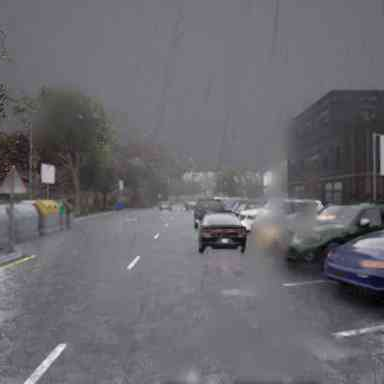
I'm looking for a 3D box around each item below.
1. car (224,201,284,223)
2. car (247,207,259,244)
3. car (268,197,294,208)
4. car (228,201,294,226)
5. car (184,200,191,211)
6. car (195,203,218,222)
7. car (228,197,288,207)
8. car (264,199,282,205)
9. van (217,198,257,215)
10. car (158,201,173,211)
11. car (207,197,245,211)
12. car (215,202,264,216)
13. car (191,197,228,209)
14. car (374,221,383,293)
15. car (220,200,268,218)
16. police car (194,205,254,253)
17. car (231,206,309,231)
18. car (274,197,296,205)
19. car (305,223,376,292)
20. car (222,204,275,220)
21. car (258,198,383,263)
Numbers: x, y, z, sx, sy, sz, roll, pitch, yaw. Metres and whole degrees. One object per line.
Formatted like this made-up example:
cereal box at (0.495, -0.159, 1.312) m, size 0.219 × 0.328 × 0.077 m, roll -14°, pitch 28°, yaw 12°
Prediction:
car at (5.360, 1.693, 28.861) m, size 4.553 × 1.767 × 2.185 m, roll 1°, pitch -1°, yaw -20°
car at (5.327, 1.701, 16.843) m, size 4.792 × 1.488 × 2.163 m, roll 1°, pitch 0°, yaw -20°
car at (18.397, 2.108, 68.905) m, size 2.435 × 2.045 × 5.566 m, roll 0°, pitch 0°, yaw -21°
car at (5.352, 1.654, 25.859) m, size 4.553 × 1.767 × 2.185 m, roll 1°, pitch -1°, yaw -20°
car at (0.030, 2.151, 51.038) m, size 1.812 × 1.442 × 4.674 m, roll 0°, pitch -1°, yaw 0°
car at (1.228, 1.833, 30.561) m, size 1.882 × 1.535 × 5.008 m, roll 0°, pitch -1°, yaw 0°
car at (5.343, 1.455, 19.847) m, size 5.566 × 2.045 × 2.435 m, roll 1°, pitch 0°, yaw -20°
car at (21.000, 2.622, 85.959) m, size 2.163 × 1.488 × 4.792 m, roll 0°, pitch -2°, yaw -21°
van at (5.523, 1.753, 40.926) m, size 4.442 × 1.987 × 1.878 m, roll 1°, pitch -1°, yaw -20°
car at (-4.032, 2.119, 51.120) m, size 2.128 × 1.511 × 4.902 m, roll 0°, pitch -1°, yaw 1°
car at (5.427, 1.885, 52.917) m, size 5.566 × 2.045 × 2.435 m, roll 1°, pitch -1°, yaw -20°
car at (5.402, 1.936, 37.878) m, size 5.008 × 1.535 × 2.097 m, roll 1°, pitch -1°, yaw -20°
car at (1.216, 1.504, 24.594) m, size 2.150 × 2.045 × 5.566 m, roll 0°, pitch -1°, yaw 0°
car at (5.353, 1.413, 4.855) m, size 4.553 × 1.767 × 2.185 m, roll 1°, pitch 0°, yaw -20°
car at (5.439, 1.772, 34.877) m, size 4.553 × 1.767 × 2.185 m, roll 1°, pitch -1°, yaw -20°
police car at (1.192, 1.586, 14.672) m, size 1.930 × 1.638 × 5.238 m, roll 0°, pitch -1°, yaw 0°
car at (5.349, 1.773, 22.844) m, size 4.792 × 1.488 × 2.163 m, roll 1°, pitch 0°, yaw -20°
car at (24.023, 2.344, 86.045) m, size 2.435 × 2.045 × 5.566 m, roll 0°, pitch -2°, yaw -21°
car at (5.325, 1.610, 7.850) m, size 4.674 × 1.452 × 2.002 m, roll 1°, pitch -1°, yaw -20°
car at (5.400, 1.898, 31.867) m, size 4.674 × 1.452 × 2.002 m, roll 1°, pitch -1°, yaw -20°
car at (5.327, 1.351, 10.831) m, size 5.566 × 2.045 × 2.435 m, roll 1°, pitch 0°, yaw -20°
